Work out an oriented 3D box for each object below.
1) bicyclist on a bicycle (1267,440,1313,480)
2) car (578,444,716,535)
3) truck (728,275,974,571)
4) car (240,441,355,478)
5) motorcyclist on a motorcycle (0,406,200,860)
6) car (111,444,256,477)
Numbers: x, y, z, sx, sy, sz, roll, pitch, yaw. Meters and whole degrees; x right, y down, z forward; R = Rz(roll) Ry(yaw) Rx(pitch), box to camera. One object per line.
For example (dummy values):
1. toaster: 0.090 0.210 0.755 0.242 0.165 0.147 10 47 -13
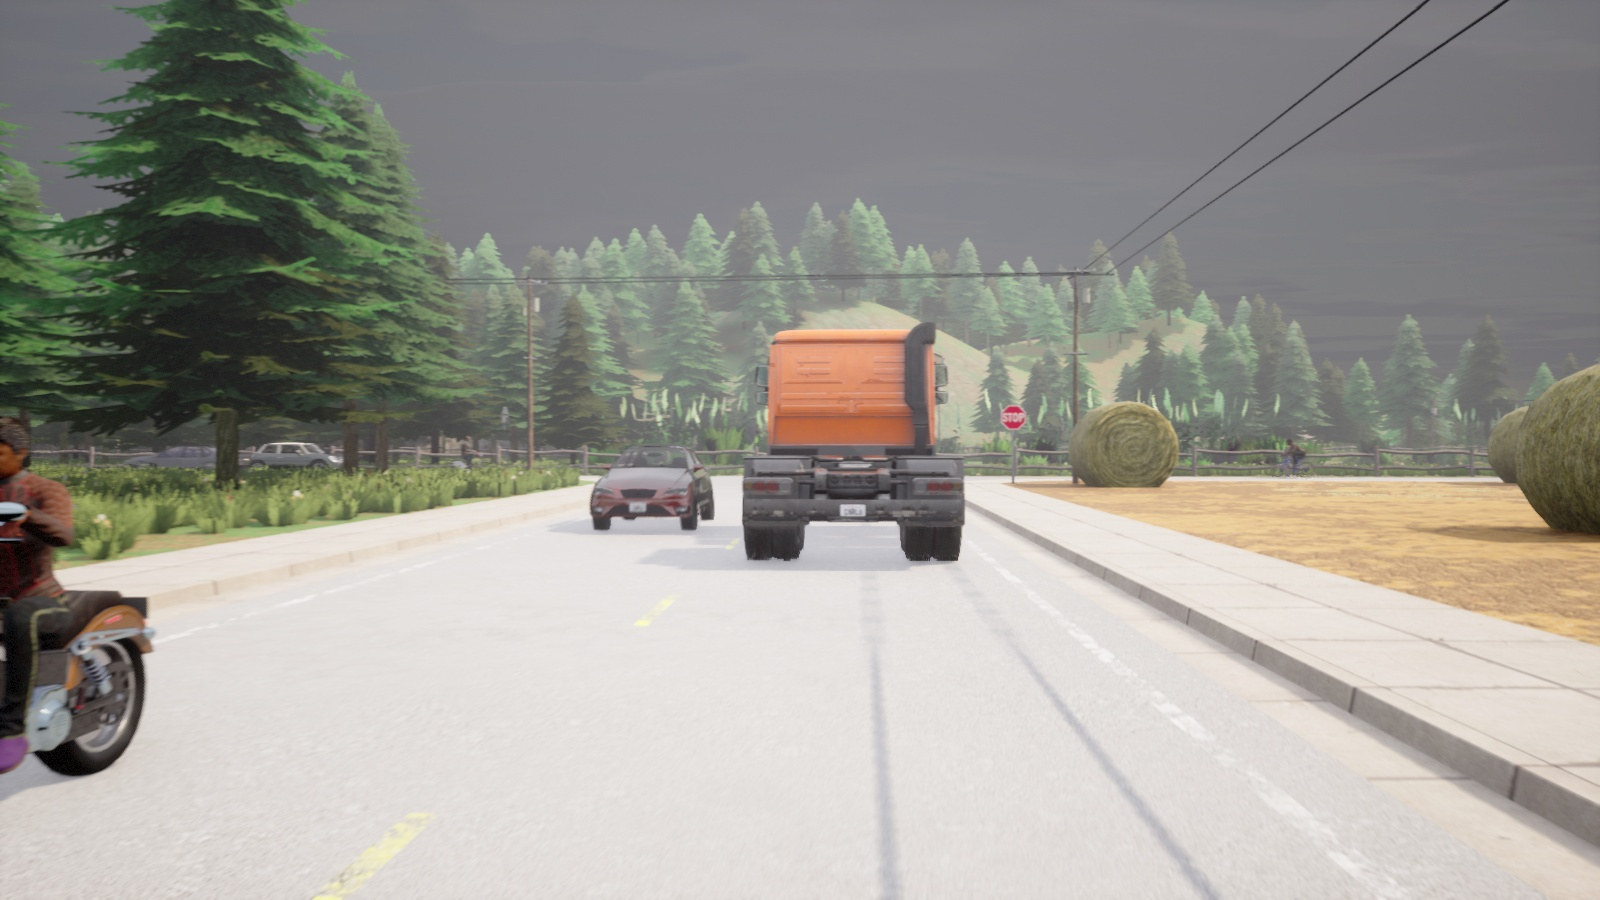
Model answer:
1. bicyclist on a bicycle: 19.759 0.402 50.650 1.656 1.620 0.582 0 0 5
2. car: -2.625 0.631 22.482 1.816 1.474 4.193 0 0 2
3. truck: 0.739 -0.340 18.726 2.891 3.462 7.936 0 0 2
4. car: -20.177 0.370 50.550 3.806 1.475 1.970 0 0 5
5. motorcyclist on a motorcycle: -3.281 0.665 4.808 0.766 1.649 2.350 0 0 2
6. car: -26.704 0.427 54.494 5.357 1.411 2.033 0 0 3
